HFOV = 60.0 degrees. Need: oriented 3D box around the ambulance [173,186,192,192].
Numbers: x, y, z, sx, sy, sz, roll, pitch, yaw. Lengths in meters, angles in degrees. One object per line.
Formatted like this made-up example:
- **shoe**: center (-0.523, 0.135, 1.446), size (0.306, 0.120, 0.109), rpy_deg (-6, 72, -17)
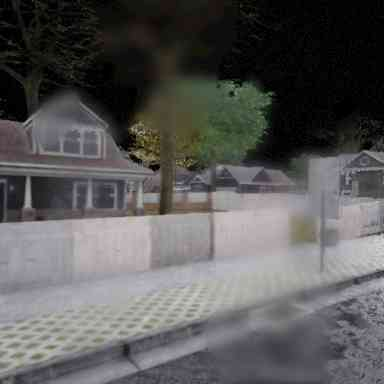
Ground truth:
- **ambulance**: center (-1.664, 0.387, 47.105), size (2.351, 2.431, 6.366), rpy_deg (1, 0, -36)
